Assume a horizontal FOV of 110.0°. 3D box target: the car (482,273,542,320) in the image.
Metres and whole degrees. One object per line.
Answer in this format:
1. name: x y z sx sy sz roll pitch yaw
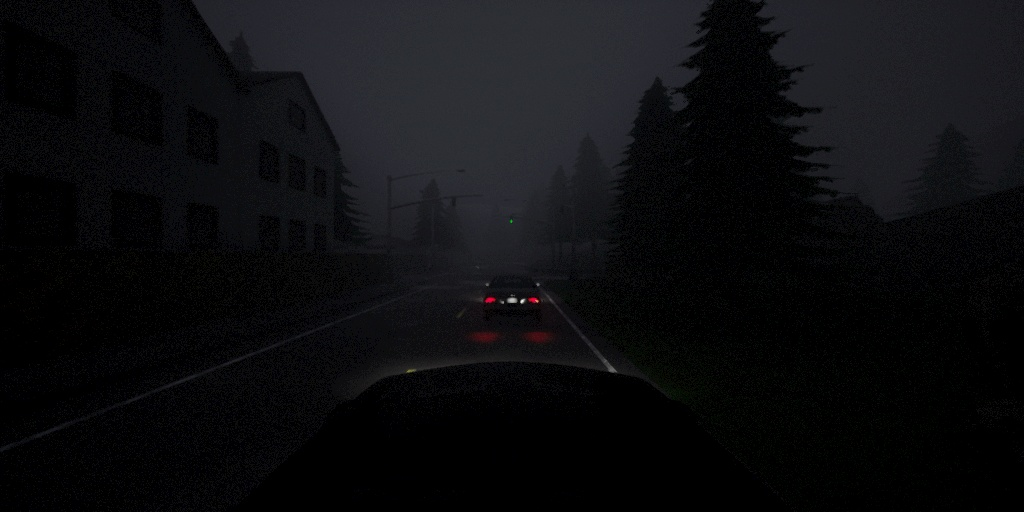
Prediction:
1. car: 0.019 1.281 12.454 2.033 1.411 5.357 0 0 0
